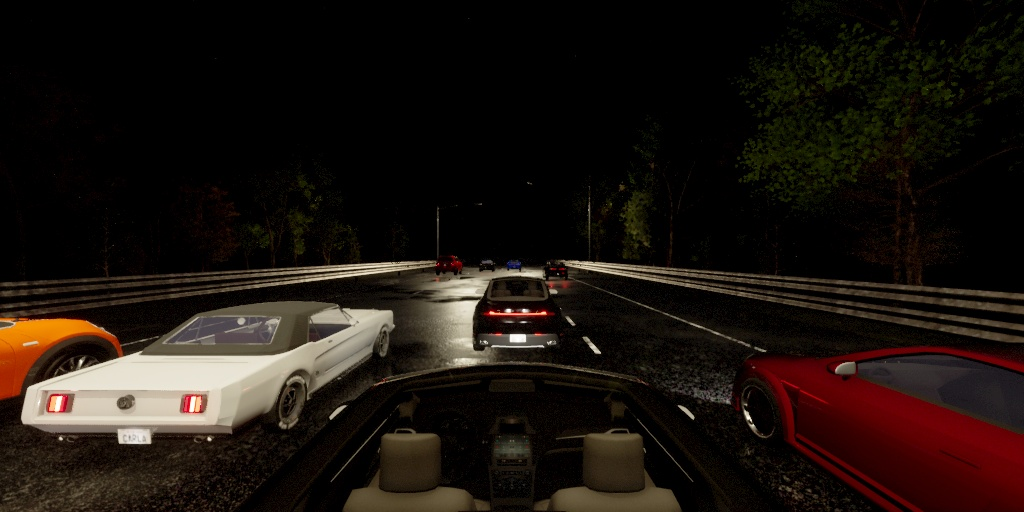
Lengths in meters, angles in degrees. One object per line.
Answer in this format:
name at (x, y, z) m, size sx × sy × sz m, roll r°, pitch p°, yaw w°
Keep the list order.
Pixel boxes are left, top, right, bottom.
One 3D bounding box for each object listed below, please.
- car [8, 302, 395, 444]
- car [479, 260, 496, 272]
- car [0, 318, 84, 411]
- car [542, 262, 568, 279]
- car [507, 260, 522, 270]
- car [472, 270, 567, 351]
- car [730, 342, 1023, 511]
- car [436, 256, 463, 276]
car at (-3.401, 1.350, 5.474) m, size 1.895 × 1.301 × 4.718 m, roll 0°, pitch 0°, yaw 0°
car at (-3.198, 1.286, 46.610) m, size 2.128 × 1.511 × 4.902 m, roll 0°, pitch 0°, yaw 0°
car at (-6.919, 1.102, 3.473) m, size 2.097 × 1.767 × 4.553 m, roll 0°, pitch 0°, yaw 1°
car at (3.733, 1.264, 31.460) m, size 2.128 × 1.511 × 4.902 m, roll 0°, pitch 0°, yaw 0°
car at (0.317, 1.279, 50.251) m, size 1.882 × 1.535 × 5.008 m, roll 0°, pitch 0°, yaw 0°
car at (0.122, 1.255, 8.956) m, size 1.837 × 1.490 × 4.892 m, roll 0°, pitch 0°, yaw 0°
car at (3.601, 1.314, 2.578) m, size 1.994 × 1.385 × 4.181 m, roll 0°, pitch 0°, yaw 0°
car at (-6.736, 1.006, 38.707) m, size 2.150 × 2.045 × 5.566 m, roll 0°, pitch 0°, yaw 0°
